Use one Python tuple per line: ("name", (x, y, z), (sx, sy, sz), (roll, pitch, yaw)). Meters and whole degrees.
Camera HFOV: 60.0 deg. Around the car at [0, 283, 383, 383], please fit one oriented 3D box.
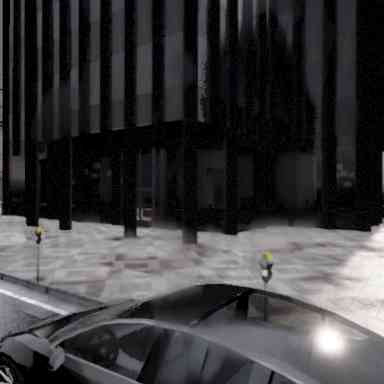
("car", (-0.064, 1.566, 3.006), (4.313, 1.339, 1.947), (0, 0, 36))
